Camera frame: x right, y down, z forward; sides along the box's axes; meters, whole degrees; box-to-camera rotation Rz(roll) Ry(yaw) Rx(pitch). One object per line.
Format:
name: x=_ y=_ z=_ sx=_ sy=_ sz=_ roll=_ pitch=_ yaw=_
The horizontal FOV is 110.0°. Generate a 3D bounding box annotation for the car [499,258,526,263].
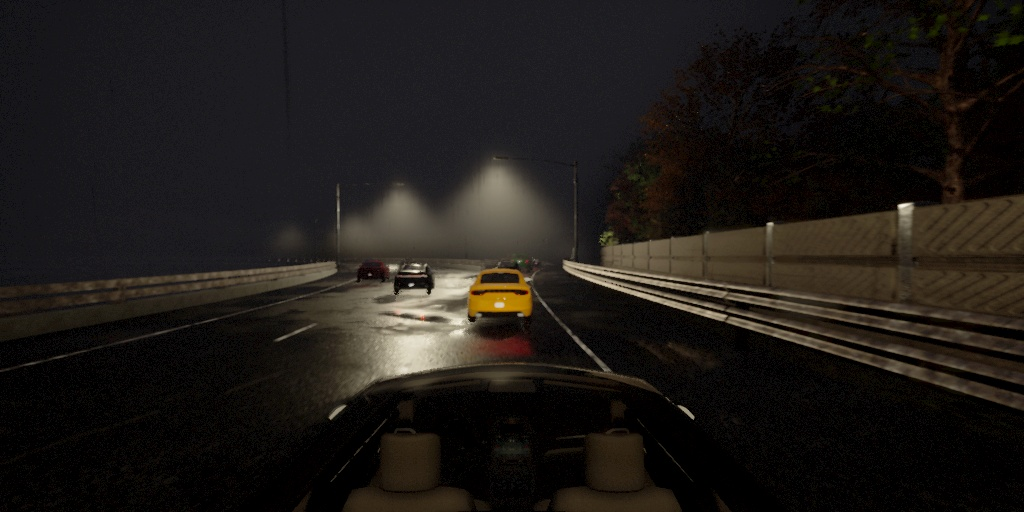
car: x=-0.240 y=1.118 z=25.343 sx=2.128 sy=1.511 sz=4.902 roll=0 pitch=0 yaw=2

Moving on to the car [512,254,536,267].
car: x=1.157 y=0.760 z=41.093 sx=2.150 sy=2.045 sz=5.566 roll=0 pitch=0 yaw=7

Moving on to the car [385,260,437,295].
car: x=-5.185 y=1.163 z=19.424 sx=2.128 sy=1.511 sz=4.902 roll=0 pitch=0 yaw=-10

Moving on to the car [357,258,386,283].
car: x=-10.379 y=1.123 z=27.051 sx=1.882 sy=1.535 sz=5.008 roll=0 pitch=0 yaw=-14

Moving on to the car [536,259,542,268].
car: x=3.264 y=1.072 z=52.891 sx=1.895 sy=1.301 sz=4.718 roll=0 pitch=0 yaw=12

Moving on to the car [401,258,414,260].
car: x=-13.685 y=1.056 z=46.776 sx=1.837 sy=1.490 sz=4.892 roll=0 pitch=0 yaw=-25

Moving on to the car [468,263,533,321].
car: x=-0.381 y=1.173 z=12.251 sx=1.882 sy=1.535 sz=5.008 roll=0 pitch=0 yaw=-1
